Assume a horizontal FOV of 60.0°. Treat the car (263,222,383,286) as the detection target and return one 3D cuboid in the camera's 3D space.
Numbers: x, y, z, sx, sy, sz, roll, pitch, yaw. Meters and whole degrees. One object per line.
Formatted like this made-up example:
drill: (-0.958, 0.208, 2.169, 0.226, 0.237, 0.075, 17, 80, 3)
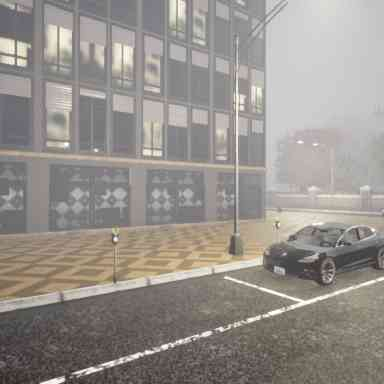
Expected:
car: (3.930, 1.562, 9.447, 4.313, 1.339, 1.947, 0, 0, -35)
